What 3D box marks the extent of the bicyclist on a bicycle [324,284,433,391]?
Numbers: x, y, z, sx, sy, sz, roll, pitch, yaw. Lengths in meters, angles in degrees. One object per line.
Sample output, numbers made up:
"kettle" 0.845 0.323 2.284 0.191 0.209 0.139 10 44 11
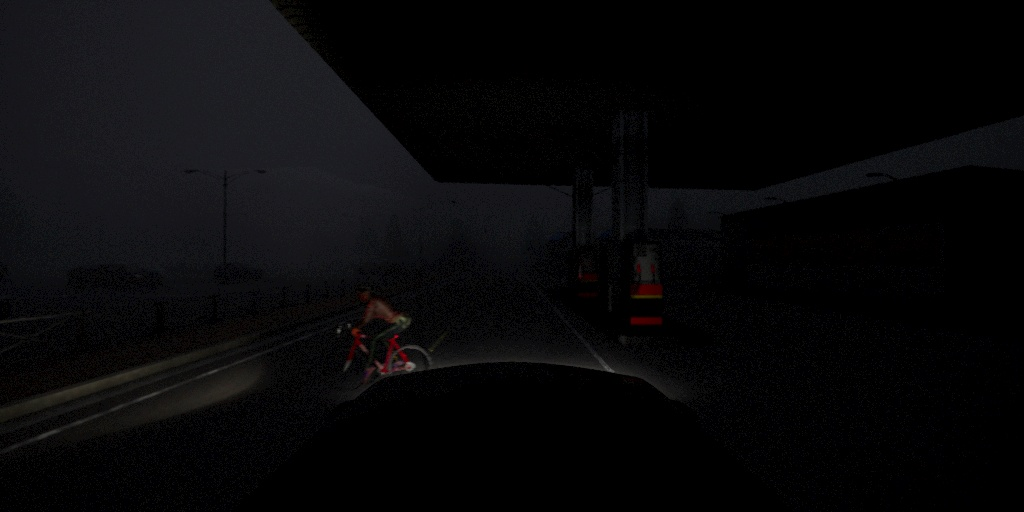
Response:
"bicyclist on a bicycle" -2.032 1.238 5.405 1.656 1.620 0.582 -2 -1 0
